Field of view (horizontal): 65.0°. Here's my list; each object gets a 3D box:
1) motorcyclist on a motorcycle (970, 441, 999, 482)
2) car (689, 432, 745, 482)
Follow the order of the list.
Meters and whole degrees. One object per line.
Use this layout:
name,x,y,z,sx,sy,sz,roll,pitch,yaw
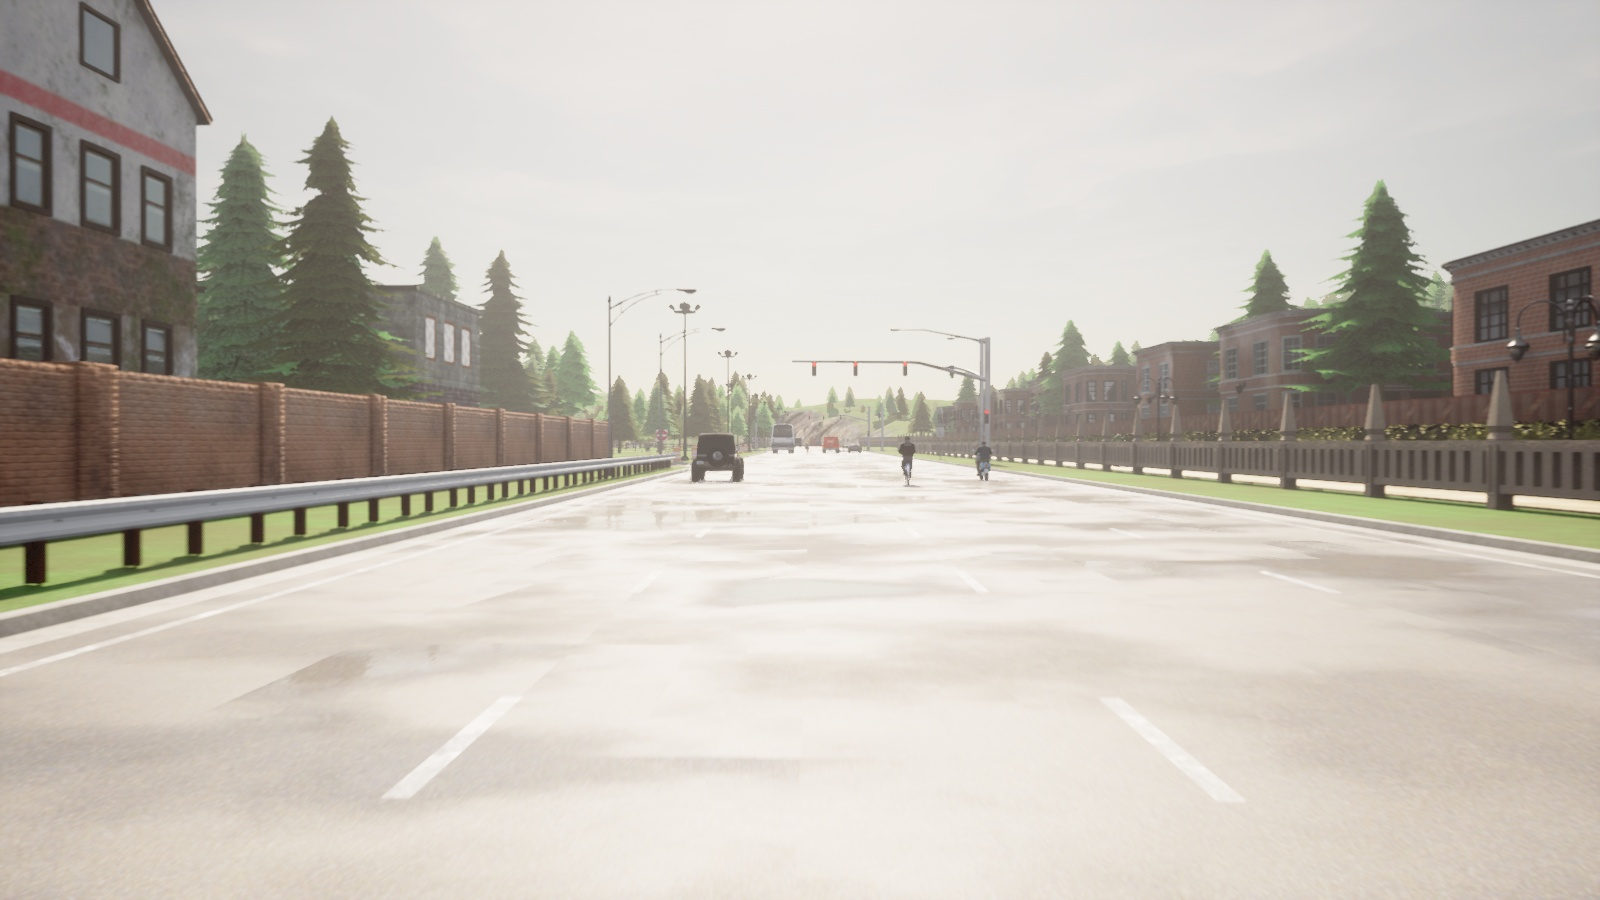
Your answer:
motorcyclist on a motorcycle,7.298,0.426,49.786,0.866,1.590,1.817,0,0,0
car,-3.205,0.264,49.195,1.905,1.878,3.866,0,0,0
